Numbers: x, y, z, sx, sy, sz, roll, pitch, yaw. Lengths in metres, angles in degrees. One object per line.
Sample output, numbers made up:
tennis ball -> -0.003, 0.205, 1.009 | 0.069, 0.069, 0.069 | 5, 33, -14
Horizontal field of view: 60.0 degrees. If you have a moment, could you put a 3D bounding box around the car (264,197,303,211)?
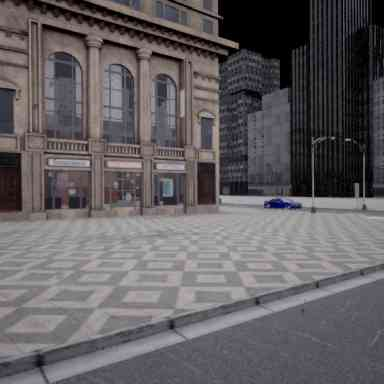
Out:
car -> 10.768, 1.396, 39.532 | 1.882, 1.535, 5.008 | -1, 1, -34

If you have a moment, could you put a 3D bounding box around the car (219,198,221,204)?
car -> 2.940, 1.314, 56.711 | 1.882, 1.535, 5.008 | -1, 1, -34
